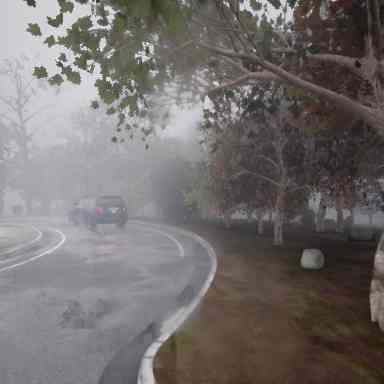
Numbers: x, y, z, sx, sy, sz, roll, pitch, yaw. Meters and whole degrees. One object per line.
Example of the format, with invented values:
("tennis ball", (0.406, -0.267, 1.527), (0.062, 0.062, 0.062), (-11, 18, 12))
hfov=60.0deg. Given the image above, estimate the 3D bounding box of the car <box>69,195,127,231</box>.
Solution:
("car", (-6.053, 1.220, 21.172), (2.150, 2.045, 5.566), (1, -1, -36))
